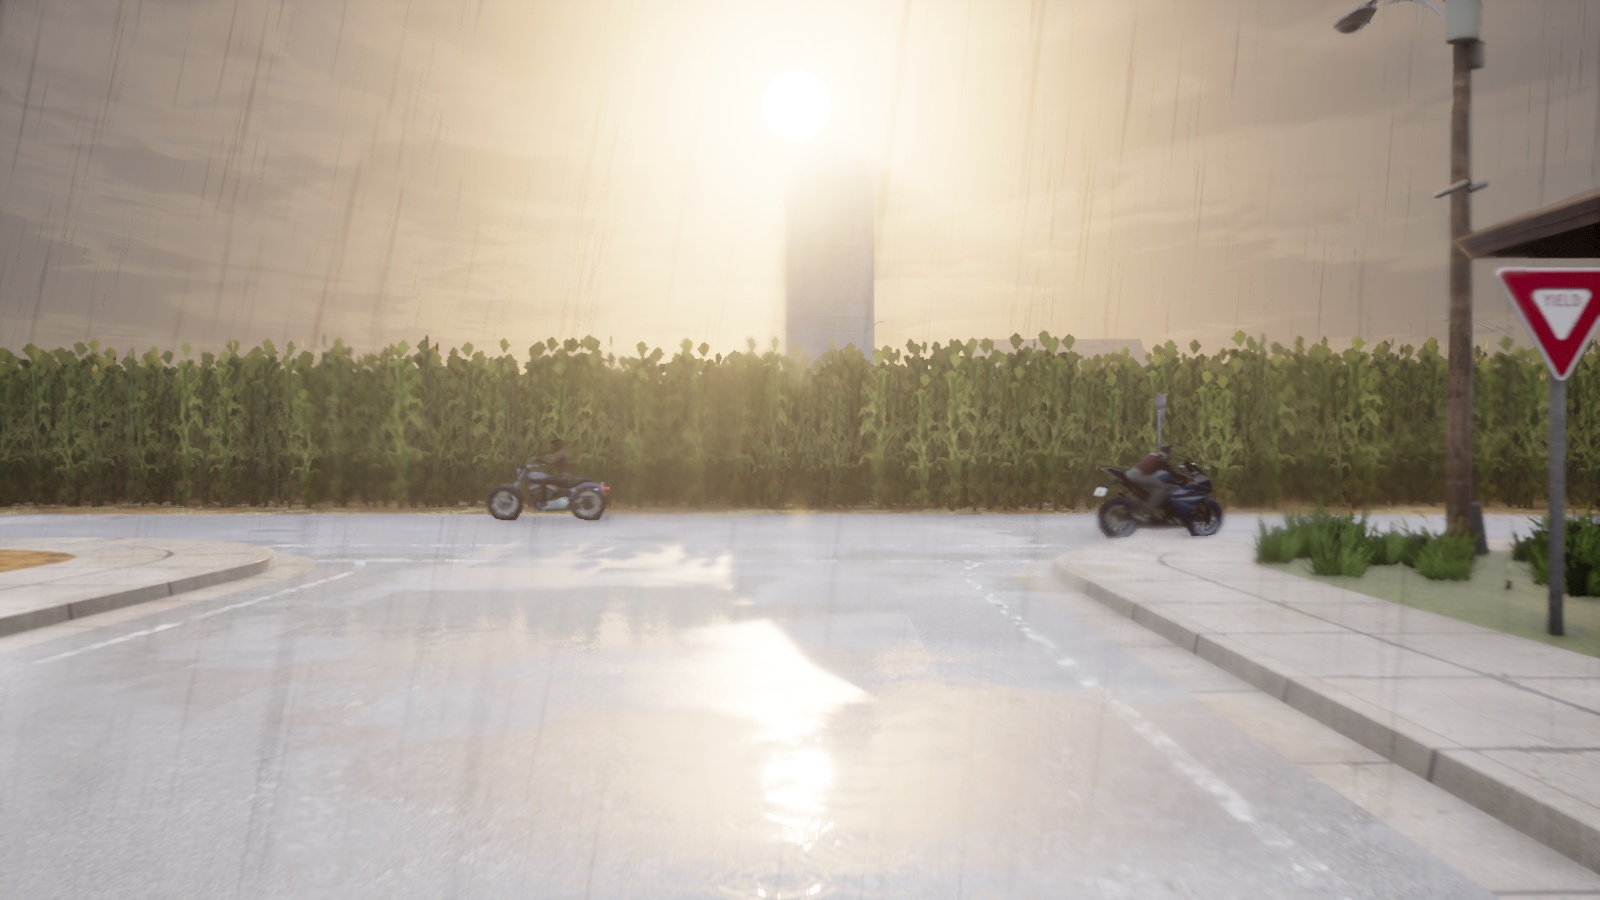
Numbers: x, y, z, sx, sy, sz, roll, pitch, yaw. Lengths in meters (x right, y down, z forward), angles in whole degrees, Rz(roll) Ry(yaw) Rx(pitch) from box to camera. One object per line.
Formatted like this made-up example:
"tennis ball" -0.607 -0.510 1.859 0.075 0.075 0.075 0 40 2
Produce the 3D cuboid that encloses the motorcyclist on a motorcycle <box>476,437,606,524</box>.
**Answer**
"motorcyclist on a motorcycle" -5.009 0.581 24.385 2.350 1.649 0.766 0 0 1

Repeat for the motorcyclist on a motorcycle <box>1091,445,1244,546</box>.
"motorcyclist on a motorcycle" 5.846 0.697 20.025 2.191 1.530 0.866 0 1 -15
